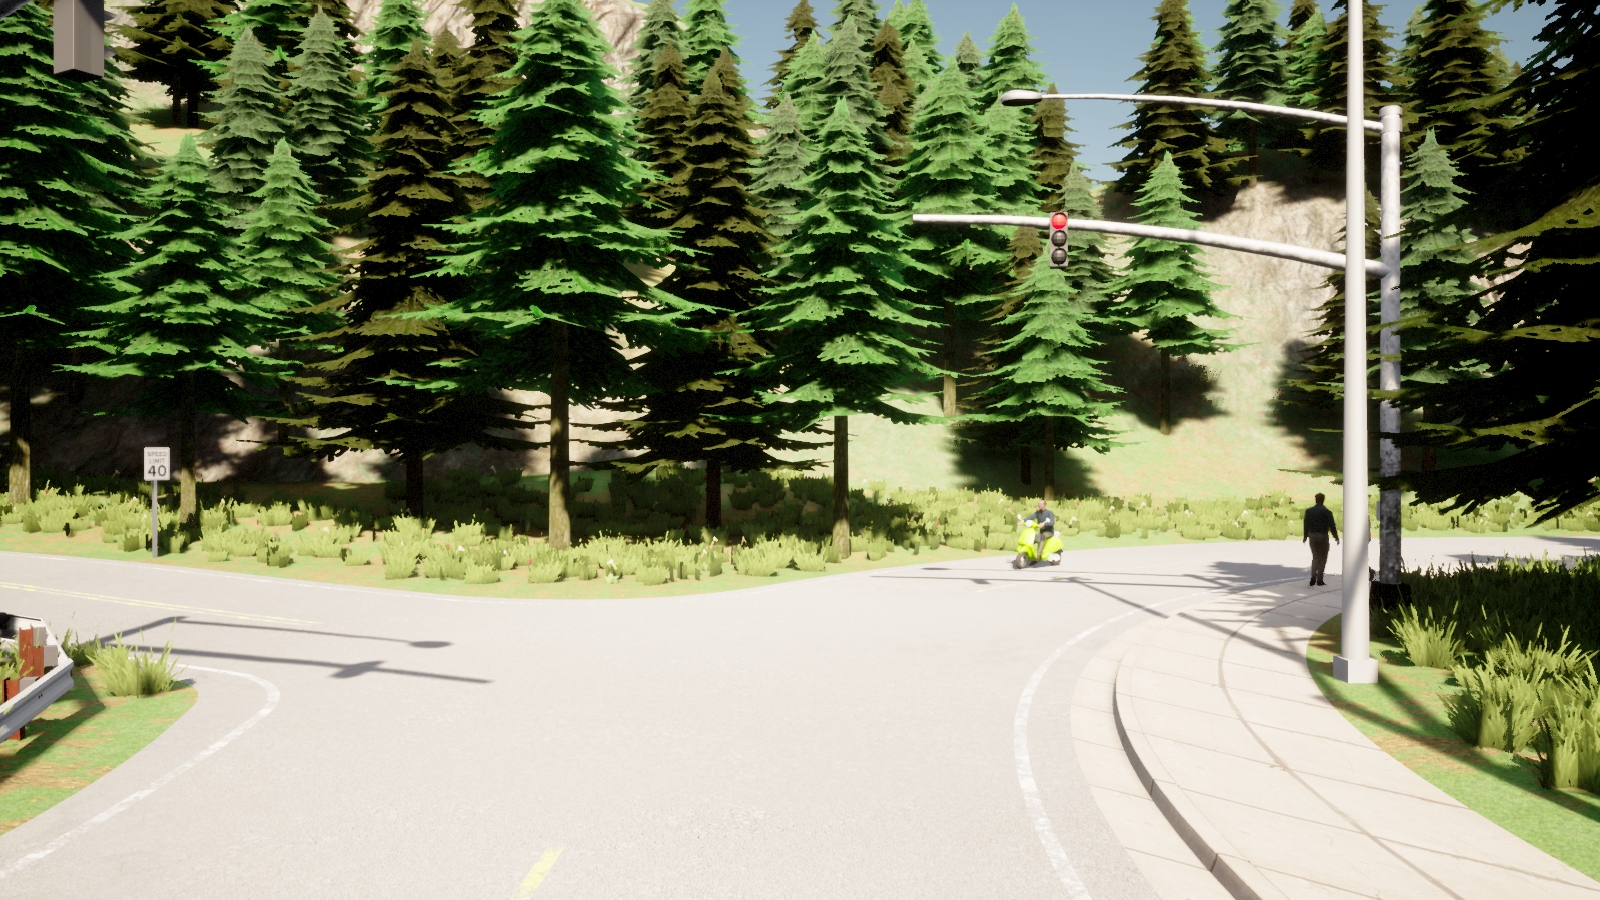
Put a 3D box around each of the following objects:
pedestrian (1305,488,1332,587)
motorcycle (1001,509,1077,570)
[{"bbox_3d":[9.972,1.668,21.972,0.375,1.860,0.375,0,0,40],"label":"pedestrian"},{"bbox_3d":[5.702,2.113,27.217,1.805,1.316,0.856,0,0,-41],"label":"motorcycle"}]
